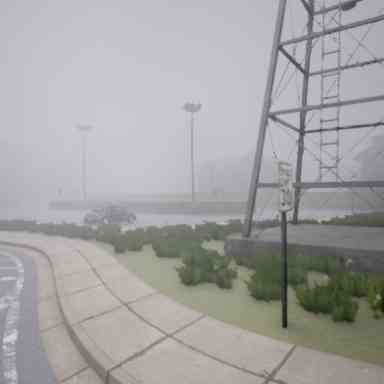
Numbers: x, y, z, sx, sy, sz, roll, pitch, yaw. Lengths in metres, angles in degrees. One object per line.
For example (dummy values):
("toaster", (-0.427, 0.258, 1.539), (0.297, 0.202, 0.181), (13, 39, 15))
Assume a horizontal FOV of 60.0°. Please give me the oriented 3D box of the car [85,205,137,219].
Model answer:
("car", (-5.990, 1.658, 24.673), (1.784, 1.438, 3.905), (-1, 0, 34))
